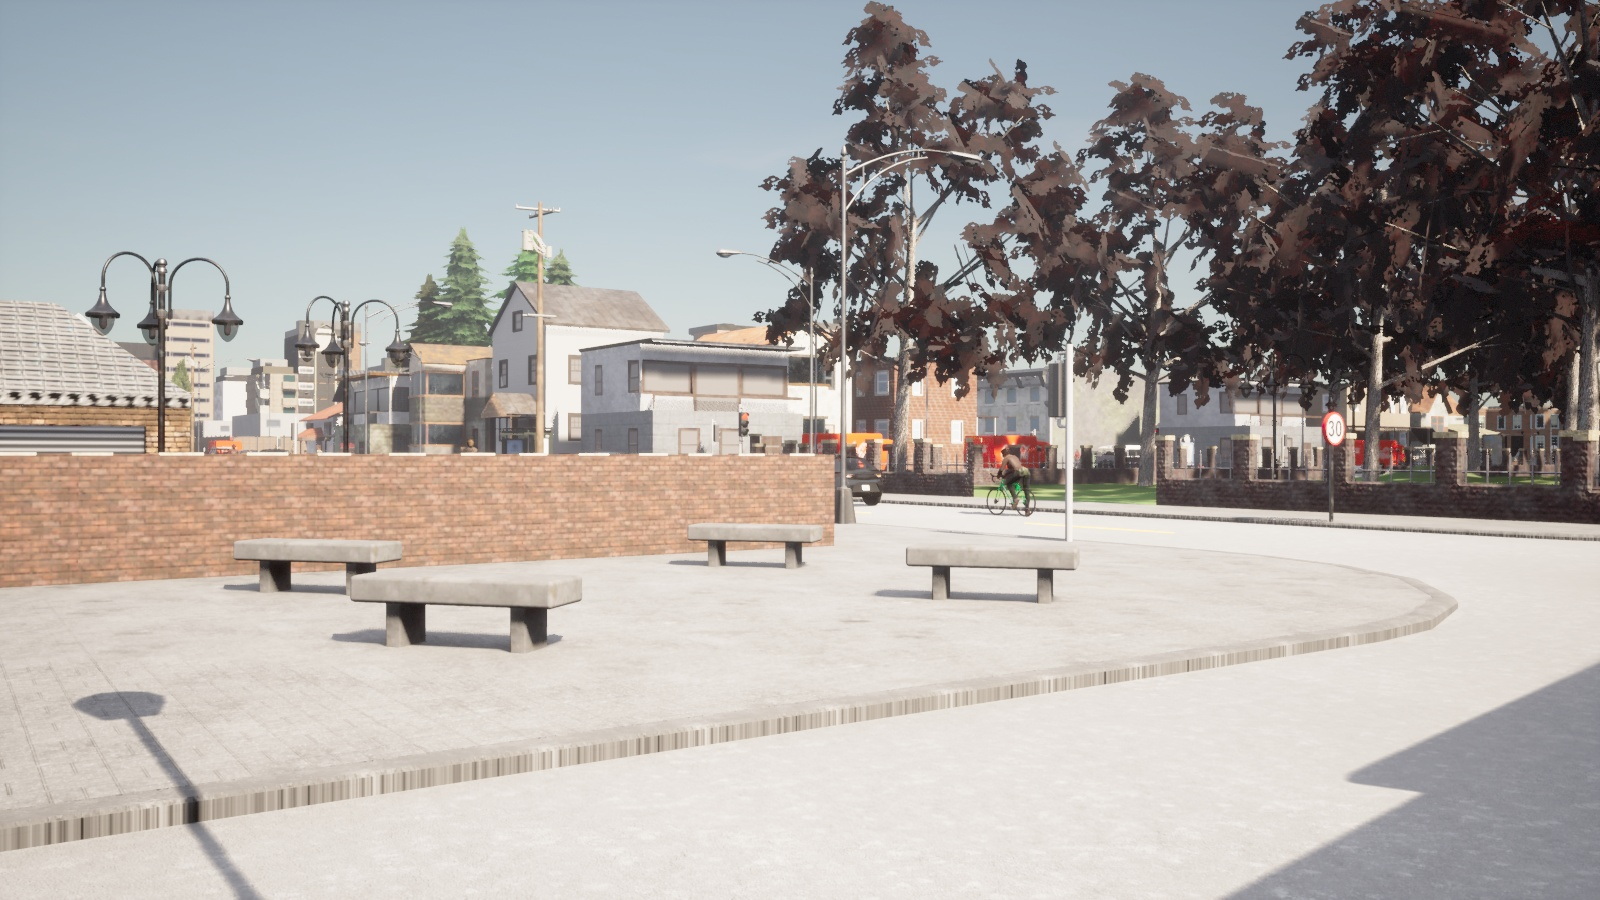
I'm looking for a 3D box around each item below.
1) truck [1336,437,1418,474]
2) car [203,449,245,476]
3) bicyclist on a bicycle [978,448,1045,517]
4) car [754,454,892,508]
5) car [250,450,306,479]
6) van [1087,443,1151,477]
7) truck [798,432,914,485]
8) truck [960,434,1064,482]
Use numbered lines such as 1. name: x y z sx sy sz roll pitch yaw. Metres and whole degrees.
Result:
1. truck: 40.207 0.386 87.492 5.204 2.467 2.627 0 0 -30
2. car: -40.874 0.866 89.074 1.932 1.855 4.605 0 0 -35
3. bicyclist on a bicycle: 5.038 0.760 30.000 0.582 1.620 1.656 0 0 -35
4. car: 0.603 0.846 36.427 1.816 1.474 4.193 0 0 -36
5. car: -31.357 0.840 75.362 2.242 1.667 4.611 0 0 -35
6. van: 19.964 0.617 78.403 2.069 2.038 4.480 1 0 41
7. truck: 2.738 0.402 61.153 5.204 2.467 2.627 0 0 -39
8. truck: 11.362 0.398 67.218 5.204 2.467 2.627 0 0 -38
